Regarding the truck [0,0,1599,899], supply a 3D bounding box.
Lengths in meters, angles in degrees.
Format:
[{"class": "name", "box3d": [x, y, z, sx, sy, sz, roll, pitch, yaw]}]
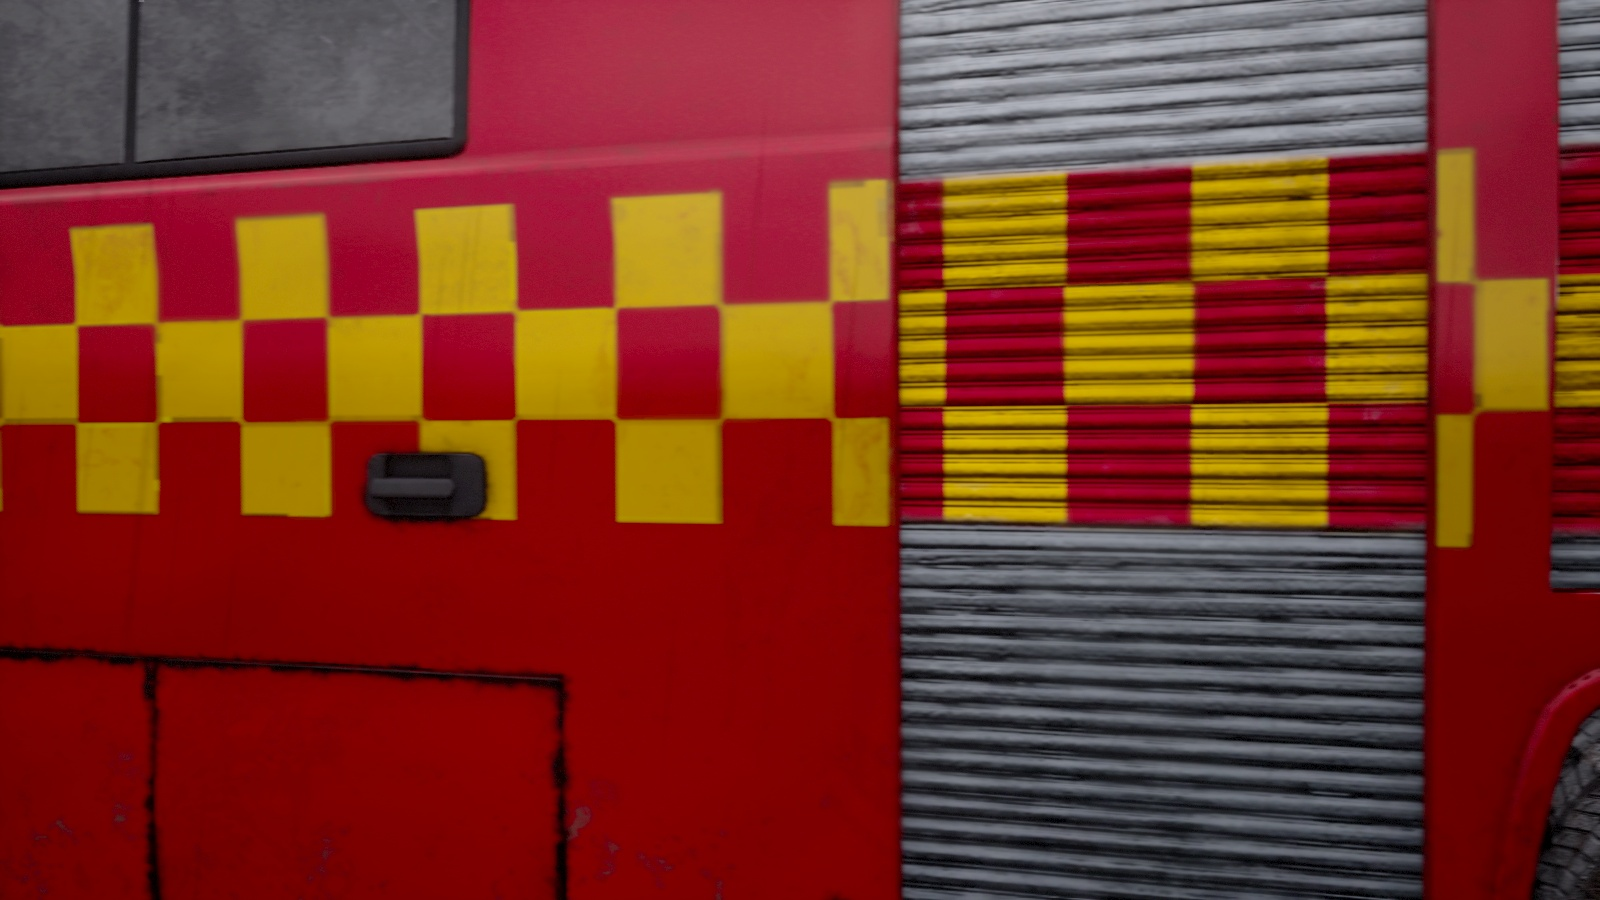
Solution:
[{"class": "truck", "box3d": [-0.467, -0.404, 3.973, 8.468, 3.827, 2.891, 0, 1, 15]}]
